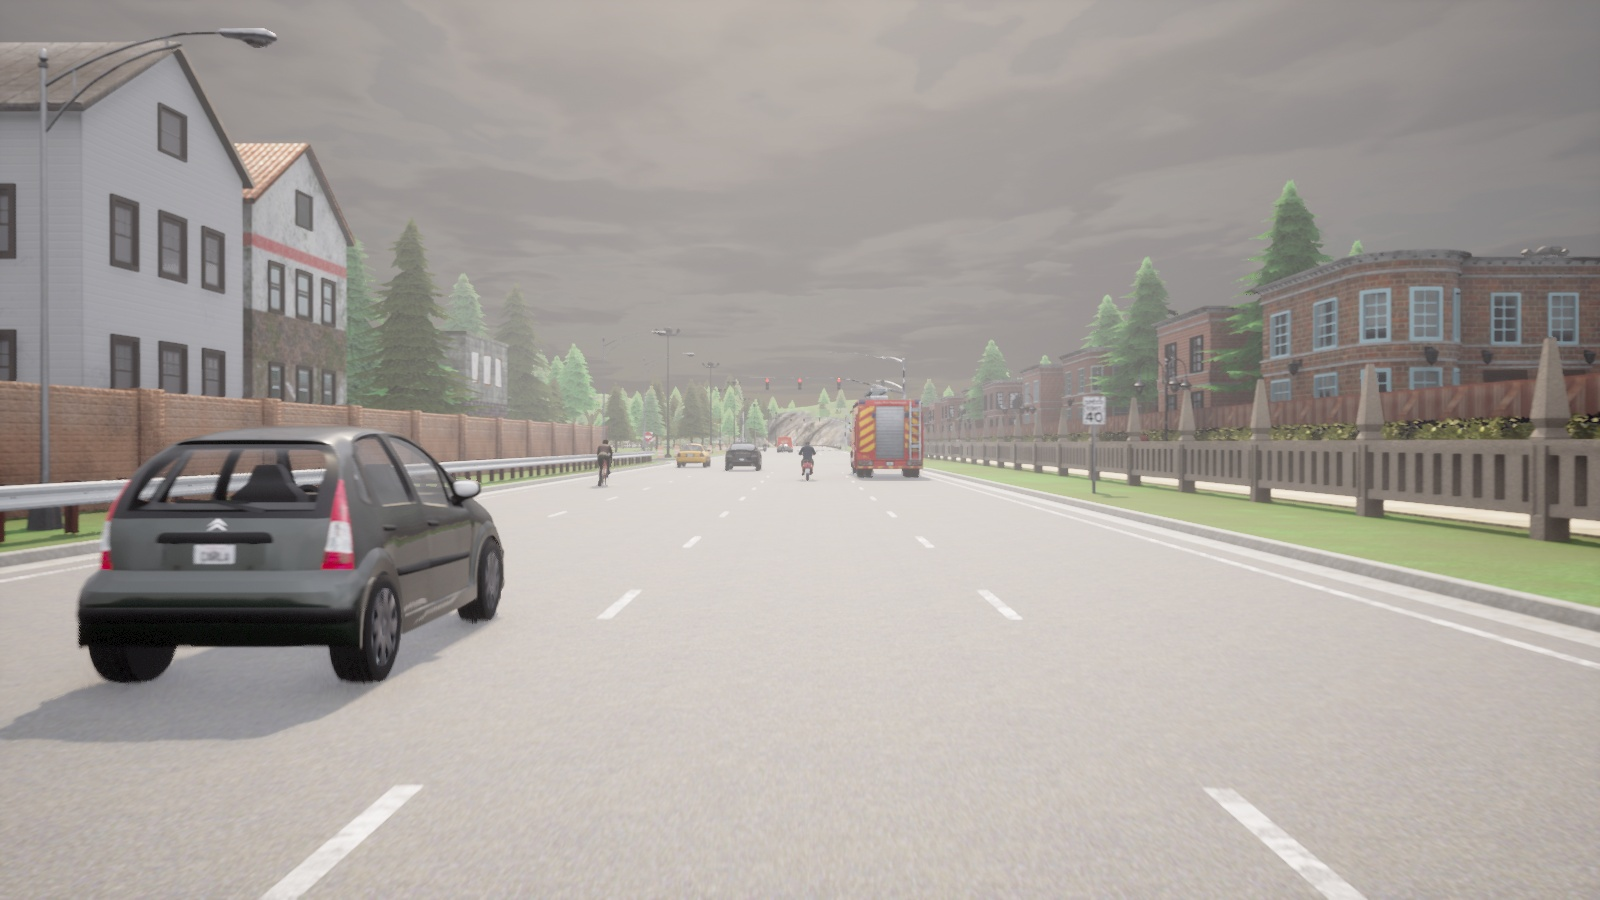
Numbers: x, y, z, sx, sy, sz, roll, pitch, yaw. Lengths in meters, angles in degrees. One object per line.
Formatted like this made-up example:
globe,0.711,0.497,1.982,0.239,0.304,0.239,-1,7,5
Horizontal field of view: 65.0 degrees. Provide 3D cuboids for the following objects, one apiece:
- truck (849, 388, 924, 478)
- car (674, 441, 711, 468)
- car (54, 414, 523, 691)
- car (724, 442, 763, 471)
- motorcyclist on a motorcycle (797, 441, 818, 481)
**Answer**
truck,3.843,-0.739,57.537,2.891,3.827,8.468,0,0,0
car,-6.546,0.246,77.084,1.801,1.575,5.366,0,0,0
car,-3.431,0.589,9.340,1.851,1.617,3.988,0,0,0
car,-3.090,0.331,69.319,1.882,1.535,5.008,0,0,0
motorcyclist on a motorcycle,0.305,0.414,50.833,0.866,1.590,1.817,0,0,0
